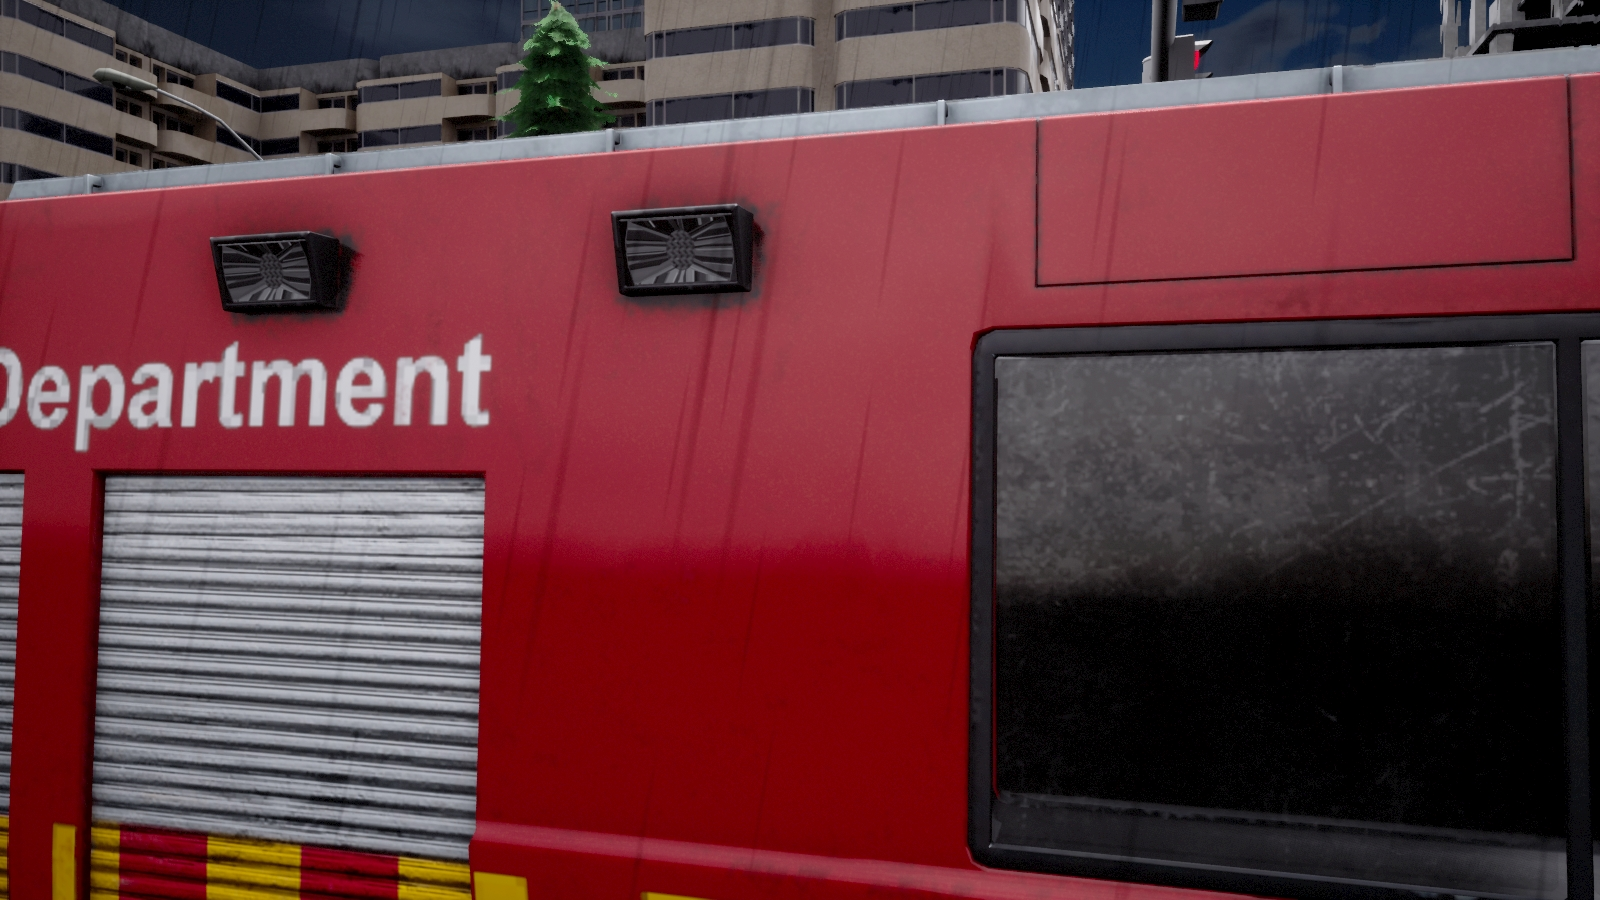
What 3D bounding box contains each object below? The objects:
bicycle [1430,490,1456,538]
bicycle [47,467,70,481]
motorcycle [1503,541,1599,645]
[{"bbox_3d":[20.894,2.055,37.141,0.373,1.496,1.643,0,0,16],"label":"bicycle"},{"bbox_3d":[-65.142,2.102,100.377,1.487,1.276,0.859,0,0,15],"label":"bicycle"},{"bbox_3d":[11.678,2.155,17.664,0.764,1.307,2.356,0,0,16],"label":"motorcycle"}]
